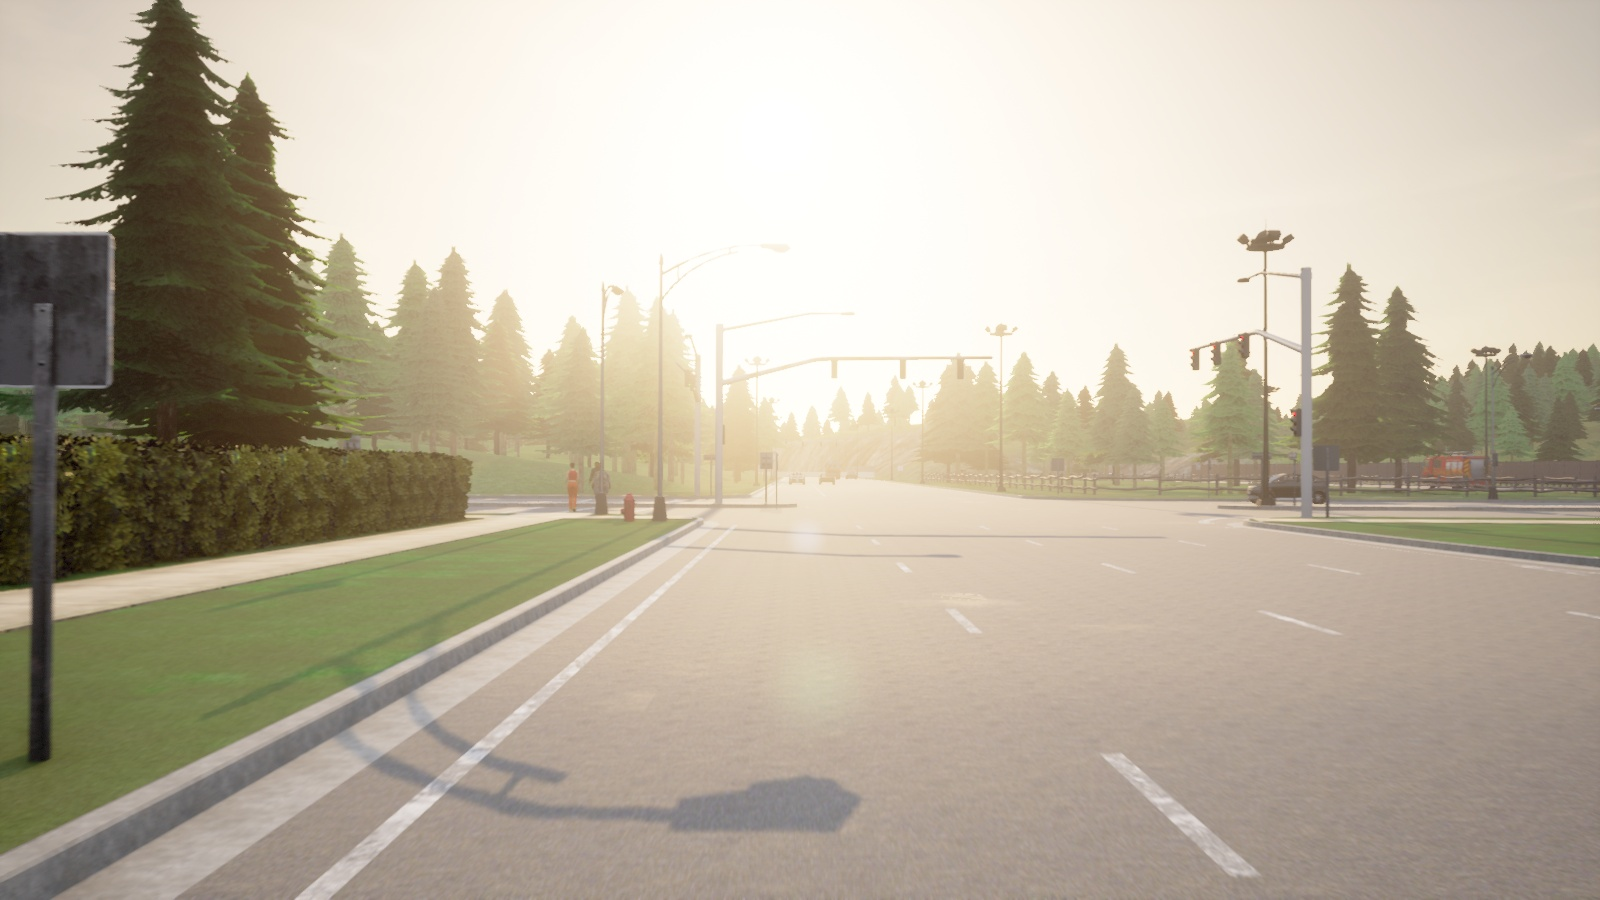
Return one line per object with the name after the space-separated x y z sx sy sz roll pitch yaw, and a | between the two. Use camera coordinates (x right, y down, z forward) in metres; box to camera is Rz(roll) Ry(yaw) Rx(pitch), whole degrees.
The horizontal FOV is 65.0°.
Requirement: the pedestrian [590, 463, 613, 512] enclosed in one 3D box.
-7.655 1.446 48.496 0.874 1.855 0.900 0 -1 -8 | pedestrian

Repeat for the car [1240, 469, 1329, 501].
23.995 1.739 62.247 3.705 1.549 1.789 0 -1 0 | car

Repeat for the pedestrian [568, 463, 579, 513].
-8.451 1.421 46.808 0.345 1.836 0.594 0 -1 -6 | pedestrian
